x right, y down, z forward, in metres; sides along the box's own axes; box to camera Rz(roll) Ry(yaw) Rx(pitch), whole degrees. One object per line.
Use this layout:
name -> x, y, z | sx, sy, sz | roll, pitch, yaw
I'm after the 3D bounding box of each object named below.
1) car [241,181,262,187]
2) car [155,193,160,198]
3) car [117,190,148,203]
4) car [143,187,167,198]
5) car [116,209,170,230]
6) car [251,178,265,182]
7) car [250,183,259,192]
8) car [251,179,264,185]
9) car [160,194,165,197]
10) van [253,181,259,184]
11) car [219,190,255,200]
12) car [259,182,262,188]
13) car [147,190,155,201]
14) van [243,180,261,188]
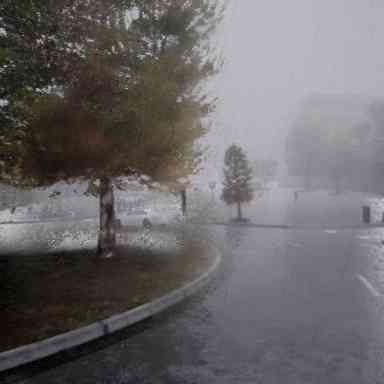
car -> 16.755, -2.230, 93.650 | 5.366, 1.575, 1.946 | -1, 4, -7
car -> -8.736, 0.461, 60.856 | 4.553, 1.767, 2.185 | -3, 4, -7
car -> -10.033, 1.033, 55.119 | 4.674, 1.452, 2.002 | -3, 3, -7
car -> -7.458, 0.056, 66.602 | 4.553, 1.767, 2.185 | -3, 4, -7
car -> -3.769, 1.959, 24.670 | 4.674, 1.442, 1.812 | -1, -2, 32
car -> 14.941, -1.868, 84.927 | 5.566, 2.045, 2.435 | -1, 4, -7
car -> 8.339, 0.014, 58.727 | 5.566, 2.045, 2.435 | -1, 4, -5
car -> 13.550, -1.450, 79.086 | 5.566, 2.045, 2.435 | -1, 4, -6
car -> -8.151, 0.416, 63.732 | 4.792, 1.488, 2.163 | -3, 4, -7
van -> 10.723, -0.591, 67.452 | 4.442, 1.987, 1.878 | -1, 4, -6
car -> 6.872, 0.680, 52.960 | 5.008, 1.535, 2.097 | -1, 4, -5
car -> 12.092, -0.779, 73.261 | 4.892, 1.521, 2.231 | -1, 4, -6
car -> -9.369, 0.818, 57.998 | 4.792, 1.488, 2.163 | -3, 3, -7
van -> 16.377, -2.258, 90.763 | 4.442, 1.987, 1.878 | -1, 4, -7
